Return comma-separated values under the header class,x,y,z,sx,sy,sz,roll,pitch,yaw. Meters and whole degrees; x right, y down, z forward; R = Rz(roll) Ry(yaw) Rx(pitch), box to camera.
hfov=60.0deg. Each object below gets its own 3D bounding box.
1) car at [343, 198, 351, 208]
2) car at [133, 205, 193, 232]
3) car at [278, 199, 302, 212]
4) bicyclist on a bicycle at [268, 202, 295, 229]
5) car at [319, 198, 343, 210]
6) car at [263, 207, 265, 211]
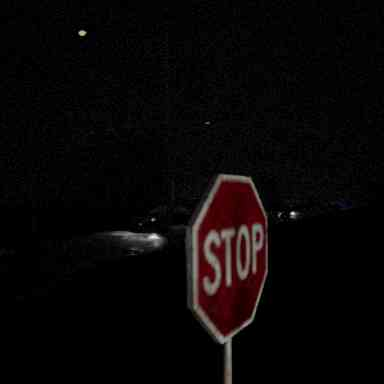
class,x,y,z,sx,sy,sz,roll,pitch,yaw
car,24.214,1.674,53.289,1.882,1.535,5.008,-1,-1,34
car,-1.566,1.530,20.448,1.812,1.442,4.674,-1,-1,34
car,11.953,1.603,40.368,1.812,1.442,4.674,-1,-1,34
bicyclist on a bicycle,5.378,1.402,20.033,1.656,1.620,0.582,0,0,34
car,18.657,1.656,45.069,1.994,1.385,4.181,-1,-1,34
car,4.794,1.625,29.831,1.895,1.301,4.718,-1,-1,34
